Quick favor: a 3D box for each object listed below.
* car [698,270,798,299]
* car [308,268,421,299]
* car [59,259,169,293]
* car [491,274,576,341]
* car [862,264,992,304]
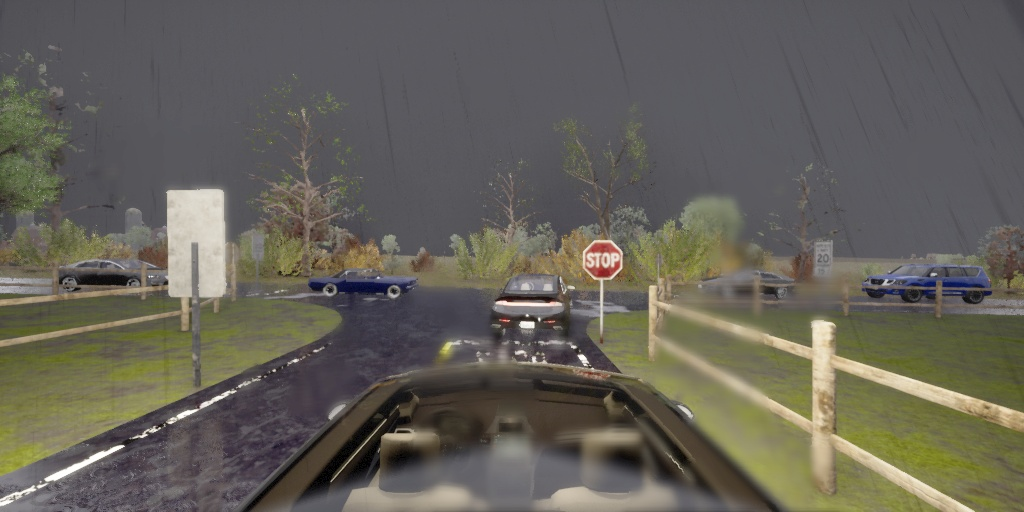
[{"bbox_3d":[13.008,1.525,19.912,4.902,1.511,2.128,1,1,0],"label":"car"},{"bbox_3d":[-6.818,1.248,16.989,4.718,1.301,1.895,1,1,0],"label":"car"},{"bbox_3d":[-18.486,0.885,17.008,4.902,1.511,2.128,1,1,0],"label":"car"},{"bbox_3d":[0.709,1.240,9.956,2.128,1.511,4.902,0,0,9],"label":"car"},{"bbox_3d":[22.904,1.466,19.899,5.566,2.045,2.150,1,1,0],"label":"car"}]
